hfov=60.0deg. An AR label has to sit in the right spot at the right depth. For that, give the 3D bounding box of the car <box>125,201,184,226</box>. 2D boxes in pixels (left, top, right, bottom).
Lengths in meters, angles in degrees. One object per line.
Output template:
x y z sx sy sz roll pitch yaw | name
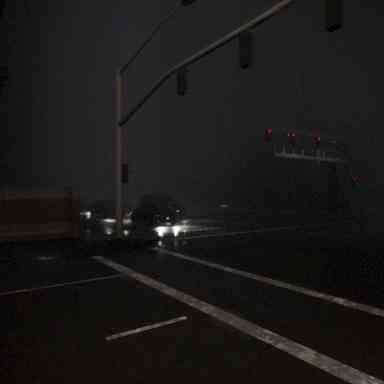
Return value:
-2.755 1.564 23.612 1.994 1.385 4.181 0 0 -35 | car

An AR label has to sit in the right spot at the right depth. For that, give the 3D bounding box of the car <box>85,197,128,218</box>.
-7.853 1.478 30.717 1.882 1.535 5.008 0 0 -36 | car

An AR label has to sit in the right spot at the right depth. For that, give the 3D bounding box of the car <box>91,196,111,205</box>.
-16.864 1.478 61.586 1.882 1.535 5.008 0 0 -36 | car

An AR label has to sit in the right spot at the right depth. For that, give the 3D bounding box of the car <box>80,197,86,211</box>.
-13.279 1.526 38.289 1.812 1.442 4.674 0 0 -36 | car

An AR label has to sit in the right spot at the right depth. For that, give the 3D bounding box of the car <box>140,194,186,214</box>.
-2.782 1.222 29.659 2.150 2.045 5.566 0 0 -36 | car
